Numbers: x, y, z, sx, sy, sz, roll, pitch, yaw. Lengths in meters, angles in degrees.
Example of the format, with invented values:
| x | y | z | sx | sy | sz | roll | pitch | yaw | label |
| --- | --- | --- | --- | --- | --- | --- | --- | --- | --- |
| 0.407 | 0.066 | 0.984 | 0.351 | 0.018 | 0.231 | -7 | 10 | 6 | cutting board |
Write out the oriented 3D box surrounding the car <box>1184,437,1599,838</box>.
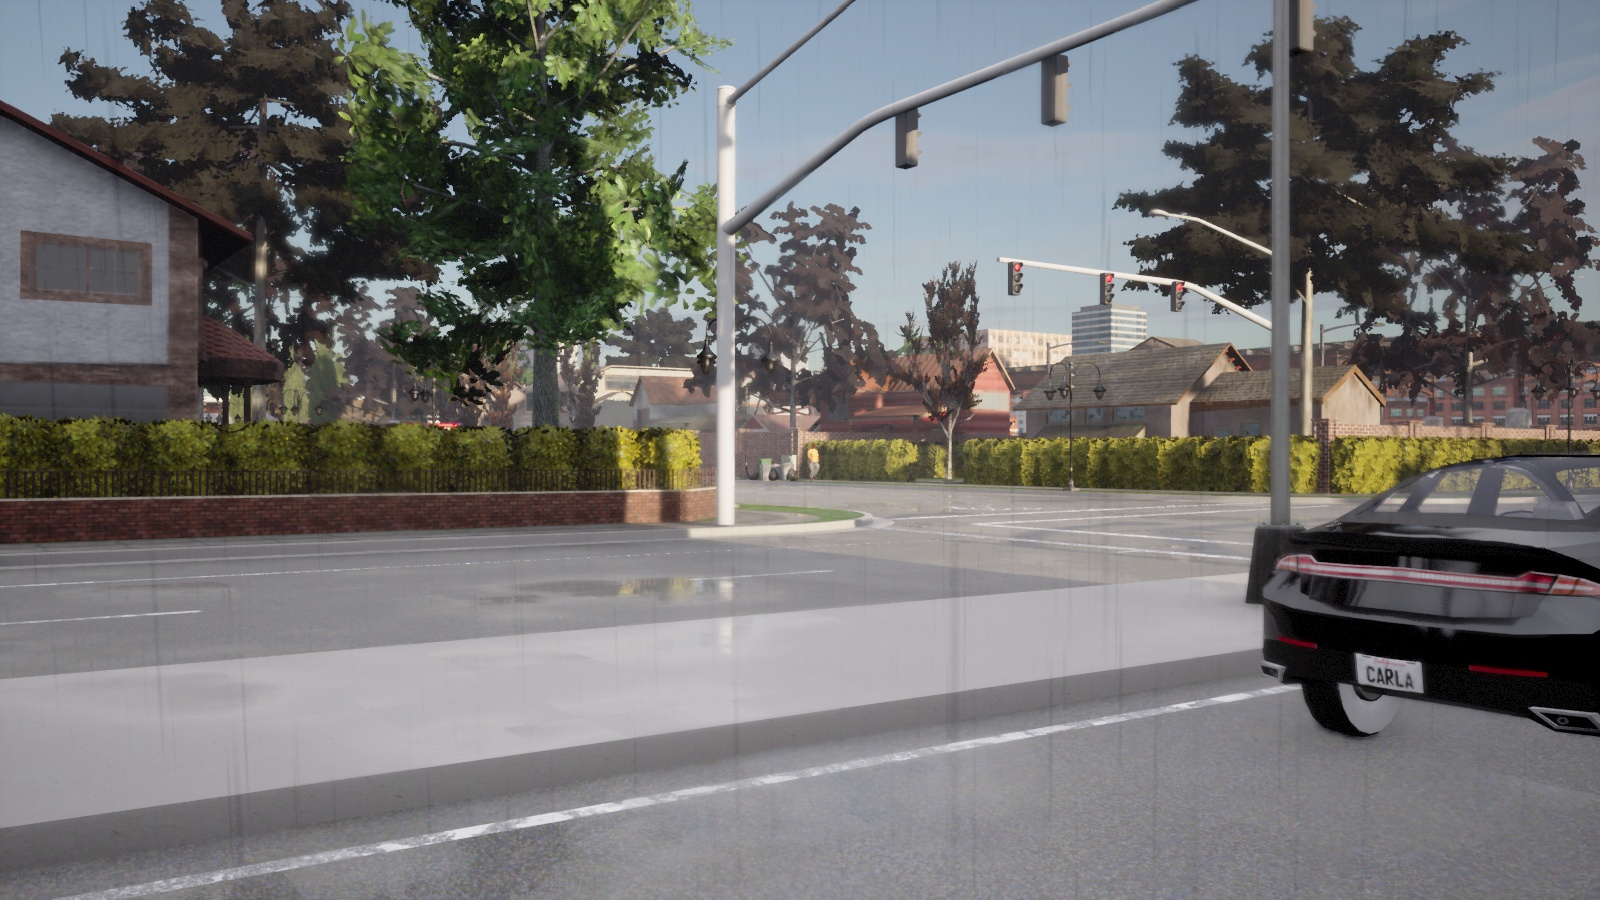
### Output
| x | y | z | sx | sy | sz | roll | pitch | yaw | label |
| --- | --- | --- | --- | --- | --- | --- | --- | --- | --- |
| 4.548 | 0.708 | 6.824 | 4.902 | 1.511 | 2.128 | 0 | 0 | -35 | car |

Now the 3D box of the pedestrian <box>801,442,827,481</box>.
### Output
| x | y | z | sx | sy | sz | roll | pitch | yaw | label |
| --- | --- | --- | --- | --- | --- | --- | --- | --- | --- |
| 0.676 | 0.558 | 61.005 | 0.874 | 1.855 | 0.900 | 0 | 0 | -34 | pedestrian |

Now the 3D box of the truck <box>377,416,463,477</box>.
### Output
| x | y | z | sx | sy | sz | roll | pitch | yaw | label |
| --- | --- | --- | --- | --- | --- | --- | --- | --- | --- |
| -25.246 | -0.190 | 83.104 | 2.891 | 3.827 | 8.468 | 0 | 0 | -35 | truck |
